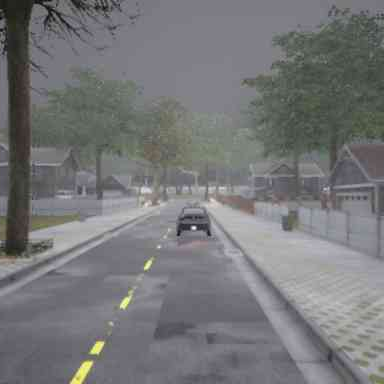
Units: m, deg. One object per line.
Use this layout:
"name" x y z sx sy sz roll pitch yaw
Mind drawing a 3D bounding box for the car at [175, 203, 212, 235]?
"car" 0.094 1.591 19.375 1.837 1.490 4.892 0 0 0

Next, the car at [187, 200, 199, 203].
"car" 0.089 1.697 41.495 2.033 1.411 5.357 0 0 0
